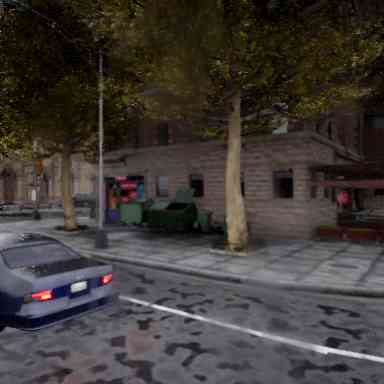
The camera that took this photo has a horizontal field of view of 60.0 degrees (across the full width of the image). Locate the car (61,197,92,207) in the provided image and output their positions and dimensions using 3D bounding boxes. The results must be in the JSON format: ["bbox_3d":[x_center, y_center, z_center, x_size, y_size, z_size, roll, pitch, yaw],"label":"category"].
[{"bbox_3d":[-17.670,1.548,51.061,1.994,1.385,4.181,0,0,36],"label":"car"}]

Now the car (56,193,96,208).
[{"bbox_3d":[-16.281,1.207,47.041,2.150,2.045,5.566,0,0,35],"label":"car"}]

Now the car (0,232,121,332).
[{"bbox_3d":[-3.819,1.544,6.713,5.357,1.411,2.033,0,0,36],"label":"car"}]
